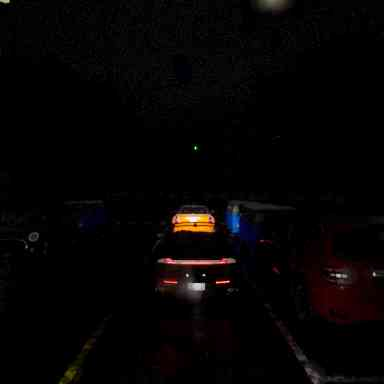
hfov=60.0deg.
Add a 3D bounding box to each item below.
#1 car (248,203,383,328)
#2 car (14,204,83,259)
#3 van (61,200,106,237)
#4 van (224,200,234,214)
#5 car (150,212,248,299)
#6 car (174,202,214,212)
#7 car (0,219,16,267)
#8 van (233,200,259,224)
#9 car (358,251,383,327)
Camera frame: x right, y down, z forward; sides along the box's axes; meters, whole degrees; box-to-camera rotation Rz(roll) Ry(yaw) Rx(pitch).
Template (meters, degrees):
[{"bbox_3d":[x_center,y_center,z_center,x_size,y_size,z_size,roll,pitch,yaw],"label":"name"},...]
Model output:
[{"bbox_3d":[2.749,1.315,6.894,2.192,1.841,5.009,0,0,0],"label":"car"},{"bbox_3d":[-5.787,1.441,12.315,1.967,1.590,4.097,0,0,0],"label":"car"},{"bbox_3d":[-5.798,1.342,17.752,1.690,1.788,3.998,0,0,0],"label":"van"},{"bbox_3d":[2.728,1.342,17.769,1.690,1.788,3.998,0,0,0],"label":"van"},{"bbox_3d":[0.087,1.492,8.414,2.128,1.511,4.902,0,0,0],"label":"car"},{"bbox_3d":[0.105,1.353,17.467,2.097,1.767,4.553,0,0,1],"label":"car"},{"bbox_3d":[-5.776,1.526,6.707,1.752,1.417,4.829,0,0,0],"label":"car"},{"bbox_3d":[2.738,1.342,12.331,1.690,1.788,3.998,0,0,0],"label":"van"},{"bbox_3d":[2.760,1.440,1.456,1.967,1.590,4.097,0,0,0],"label":"car"}]
